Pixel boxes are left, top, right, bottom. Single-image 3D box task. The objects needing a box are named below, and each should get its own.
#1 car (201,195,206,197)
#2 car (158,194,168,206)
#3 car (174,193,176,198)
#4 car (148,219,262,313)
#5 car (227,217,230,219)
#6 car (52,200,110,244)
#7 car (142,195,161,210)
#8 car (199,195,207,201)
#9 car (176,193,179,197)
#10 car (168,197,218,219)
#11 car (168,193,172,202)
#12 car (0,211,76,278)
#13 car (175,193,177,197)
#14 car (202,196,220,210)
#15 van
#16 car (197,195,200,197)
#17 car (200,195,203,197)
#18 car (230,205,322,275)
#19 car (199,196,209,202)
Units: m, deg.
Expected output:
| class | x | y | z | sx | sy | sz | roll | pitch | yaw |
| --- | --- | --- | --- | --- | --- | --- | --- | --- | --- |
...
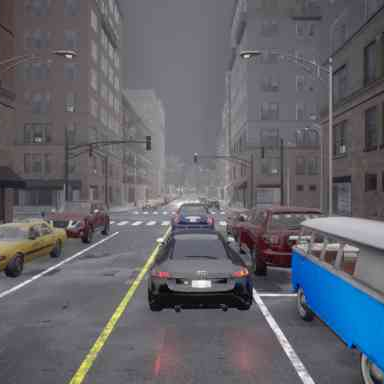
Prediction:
| class | x | y | z | sx | sy | sz | roll | pitch | yaw |
| --- | --- | --- | --- | --- | --- | --- | --- | --- | --- |
| car | 2.674 | 1.541 | 48.554 | 1.887 | 1.381 | 4.507 | 0 | 0 | 0 |
| car | -5.372 | 1.522 | 53.871 | 1.752 | 1.417 | 4.829 | 0 | 0 | 0 |
| car | -5.347 | 1.548 | 75.970 | 2.008 | 1.369 | 4.403 | 0 | 0 | 0 |
| car | 0.104 | 1.564 | 7.777 | 1.994 | 1.385 | 4.181 | 0 | 0 | -2 |
| car | 2.650 | 1.581 | 16.064 | 1.802 | 1.307 | 4.206 | 0 | 0 | 0 |
| car | -5.388 | 1.314 | 16.070 | 2.192 | 1.841 | 5.009 | 0 | 0 | 0 |
| car | -5.384 | 1.522 | 42.908 | 1.752 | 1.417 | 4.829 | 0 | 0 | 0 |
| car | 2.698 | 1.438 | 81.446 | 1.967 | 1.590 | 4.097 | 0 | 0 | 0 |
| car | -5.335 | 1.313 | 86.934 | 2.192 | 1.841 | 5.009 | 0 | 0 | 0 |
| car | 0.062 | 1.351 | 17.833 | 2.097 | 1.767 | 4.553 | 0 | 0 | 0 |
| car | -5.365 | 1.312 | 59.524 | 2.192 | 1.841 | 5.009 | 0 | 0 | 0 |
| car | -5.392 | 1.525 | 10.221 | 1.752 | 1.417 | 4.829 | 0 | 0 | 0 |
| car | -5.341 | 1.563 | 81.452 | 1.947 | 1.339 | 4.313 | 0 | 0 | 0 |
| car | 2.670 | 1.547 | 43.072 | 2.008 | 1.369 | 4.403 | 0 | 0 | 0 |
| van | 2.642 | 1.341 | 4.706 | 1.690 | 1.788 | 3.998 | 0 | 0 | 0 |
| car | 2.690 | 1.548 | 70.481 | 2.008 | 1.369 | 4.403 | 0 | 0 | 0 |
| car | 2.678 | 1.547 | 54.035 | 2.008 | 1.369 | 4.403 | 0 | 0 | 0 |
| car | 2.646 | 1.314 | 10.384 | 2.192 | 1.841 | 5.009 | 0 | 0 | 0 |
| car | 2.694 | 1.548 | 75.963 | 2.008 | 1.369 | 4.403 | 0 | 0 | 0 |
